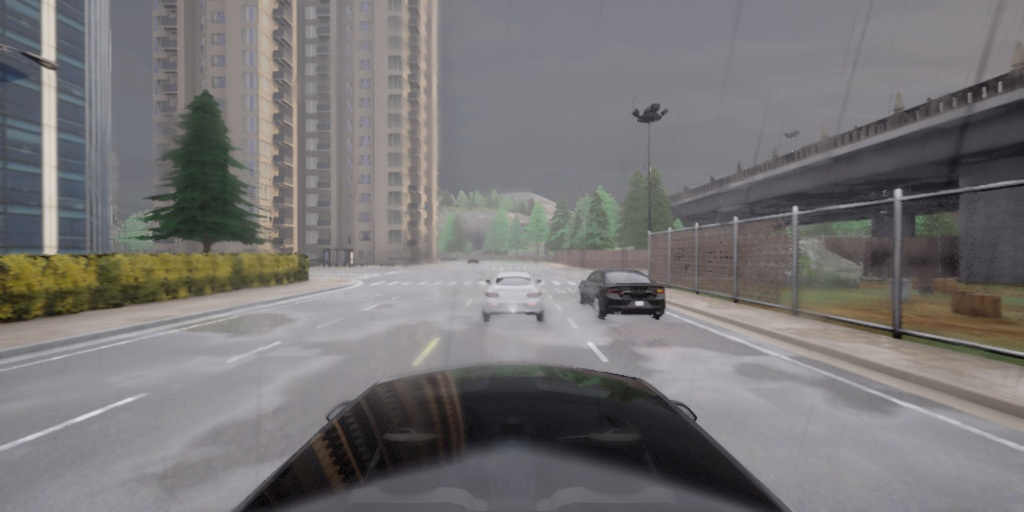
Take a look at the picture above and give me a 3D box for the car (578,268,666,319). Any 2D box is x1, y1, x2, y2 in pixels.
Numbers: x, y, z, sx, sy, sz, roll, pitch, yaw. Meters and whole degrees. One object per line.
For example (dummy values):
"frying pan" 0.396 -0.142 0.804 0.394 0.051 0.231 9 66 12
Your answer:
"car" 3.559 1.152 12.432 1.882 1.535 5.008 0 0 0

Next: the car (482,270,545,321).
"car" 0.056 1.203 11.996 1.812 1.442 4.674 0 0 0
